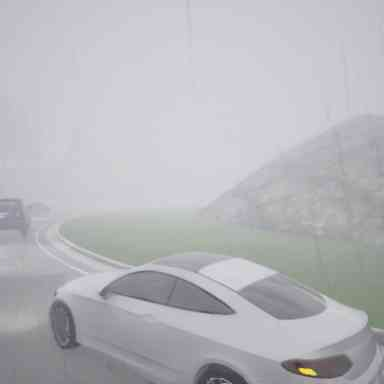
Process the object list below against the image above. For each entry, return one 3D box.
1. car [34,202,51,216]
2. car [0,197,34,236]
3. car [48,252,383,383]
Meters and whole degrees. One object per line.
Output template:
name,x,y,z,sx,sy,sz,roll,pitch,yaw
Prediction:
car,-16.557,1.722,34.794,1.812,1.442,4.674,0,0,1
car,-10.398,1.322,18.801,2.150,2.045,5.566,0,0,-24
car,-0.118,1.565,4.485,4.674,1.442,1.812,0,-1,40
